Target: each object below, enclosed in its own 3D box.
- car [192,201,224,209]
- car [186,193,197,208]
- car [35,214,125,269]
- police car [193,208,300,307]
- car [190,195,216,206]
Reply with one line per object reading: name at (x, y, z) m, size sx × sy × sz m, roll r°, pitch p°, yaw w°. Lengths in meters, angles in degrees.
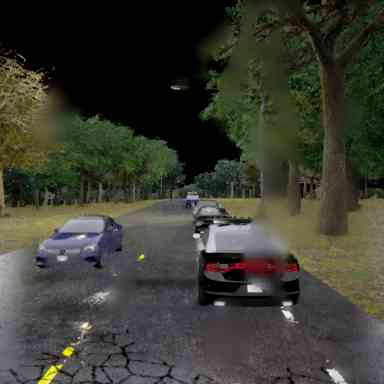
car at (1.080, 1.465, 18.091) m, size 1.882 × 1.535 × 5.008 m, roll 0°, pitch 0°, yaw 0°
car at (0.119, 1.359, 46.876) m, size 1.882 × 1.535 × 5.008 m, roll 0°, pitch 0°, yaw 1°
car at (-3.480, 1.522, 11.241) m, size 1.812 × 1.442 × 4.674 m, roll 0°, pitch 0°, yaw 0°
police car at (1.064, 1.425, 8.199) m, size 1.930 × 1.638 × 5.238 m, roll 0°, pitch 0°, yaw 0°
car at (1.089, 1.324, 24.063) m, size 2.097 × 1.767 × 4.553 m, roll 0°, pitch 0°, yaw 0°
